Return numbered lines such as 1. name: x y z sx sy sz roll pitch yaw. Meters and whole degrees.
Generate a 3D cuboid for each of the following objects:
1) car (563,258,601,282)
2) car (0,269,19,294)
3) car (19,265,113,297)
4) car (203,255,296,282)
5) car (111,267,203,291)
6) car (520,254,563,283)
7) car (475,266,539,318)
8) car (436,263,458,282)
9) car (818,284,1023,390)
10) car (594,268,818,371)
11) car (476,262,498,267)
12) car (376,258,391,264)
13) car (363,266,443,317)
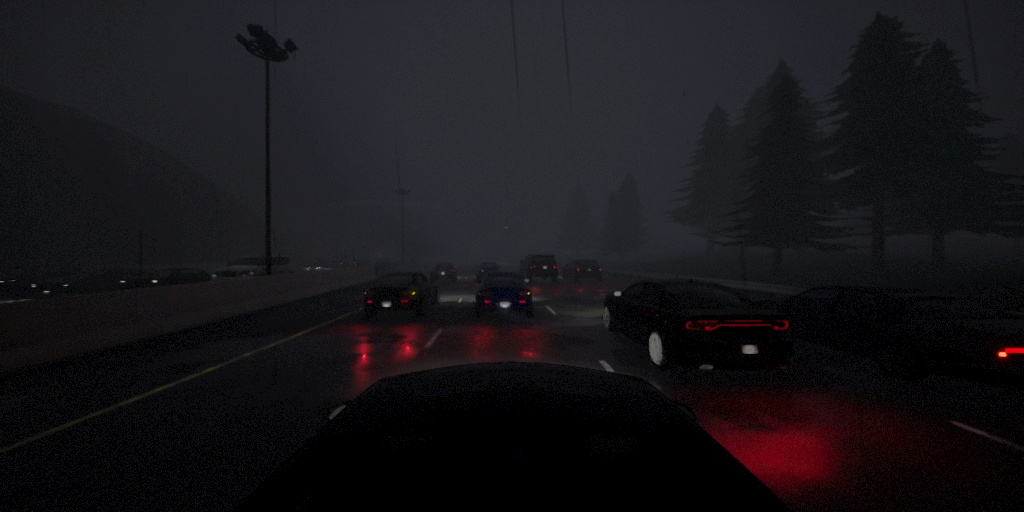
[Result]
1. car: 5.317 1.005 27.814 2.097 1.767 4.553 0 0 -7
2. car: -25.617 1.240 19.678 2.128 1.511 4.902 0 0 -6
3. car: -22.046 1.289 19.421 2.033 1.411 5.357 0 0 -6
4. car: -15.260 0.943 21.619 2.150 2.045 5.566 0 0 -6
5. car: -18.574 1.334 19.773 1.895 1.301 4.718 0 0 -6
6. car: 1.924 0.885 27.018 2.150 2.045 5.566 0 0 -7
7. car: -0.324 1.241 12.765 1.812 1.442 4.674 0 0 -3
8. car: -5.317 1.239 28.300 1.994 1.385 4.181 0 0 -7
9. car: 6.953 1.264 7.058 2.033 1.411 5.357 0 0 -2
10. car: 3.408 1.201 7.695 1.882 1.535 5.008 0 0 -1
11. car: -1.877 1.192 28.883 1.812 1.442 4.674 0 0 -8
12. car: -21.913 1.100 61.400 2.128 1.511 4.902 0 0 -10
13. car: -3.837 1.248 12.921 1.812 1.442 4.674 0 0 -3
